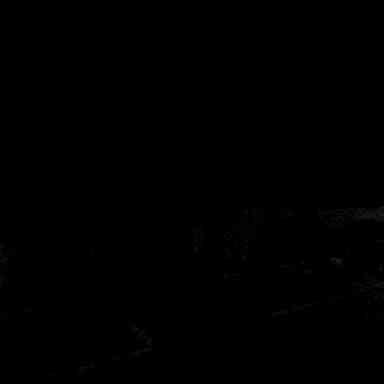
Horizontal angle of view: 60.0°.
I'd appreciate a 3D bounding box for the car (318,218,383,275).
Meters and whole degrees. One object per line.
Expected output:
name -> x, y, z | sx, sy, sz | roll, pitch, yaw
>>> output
car -> 5.739, 1.481, 10.135 | 4.313, 1.339, 1.947 | 0, 1, -32
